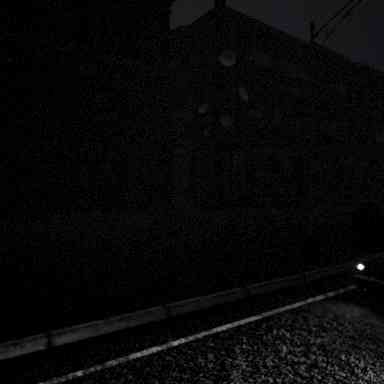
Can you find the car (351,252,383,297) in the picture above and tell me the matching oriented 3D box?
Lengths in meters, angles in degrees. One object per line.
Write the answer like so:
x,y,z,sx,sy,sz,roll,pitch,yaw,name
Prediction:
5.550,1.579,7.343,4.718,1.301,1.895,0,0,-36,car
